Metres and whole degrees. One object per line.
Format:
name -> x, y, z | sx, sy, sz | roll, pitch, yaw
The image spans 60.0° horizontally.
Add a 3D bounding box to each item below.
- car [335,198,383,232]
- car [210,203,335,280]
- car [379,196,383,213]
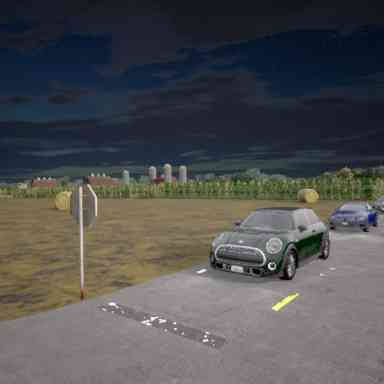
car -> 9.140, 1.306, 18.608 | 1.812, 1.442, 4.674 | 0, 1, 37
car -> 2.451, 1.252, 9.832 | 2.097, 1.767, 4.553 | 0, 1, 37
car -> 17.080, 1.138, 29.006 | 1.837, 1.490, 4.892 | 0, 1, 37
